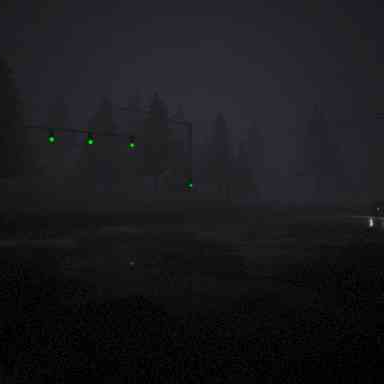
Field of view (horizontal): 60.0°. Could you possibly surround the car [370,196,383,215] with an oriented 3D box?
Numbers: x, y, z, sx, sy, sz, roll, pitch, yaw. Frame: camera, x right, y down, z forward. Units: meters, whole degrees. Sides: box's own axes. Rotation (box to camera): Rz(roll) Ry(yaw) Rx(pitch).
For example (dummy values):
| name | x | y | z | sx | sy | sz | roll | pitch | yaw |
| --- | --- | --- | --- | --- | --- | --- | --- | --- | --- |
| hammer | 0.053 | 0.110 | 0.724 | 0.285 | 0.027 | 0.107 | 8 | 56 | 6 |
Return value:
| name | x | y | z | sx | sy | sz | roll | pitch | yaw |
| --- | --- | --- | --- | --- | --- | --- | --- | --- | --- |
| car | 19.901 | 1.221 | 32.584 | 5.566 | 2.045 | 2.150 | 0 | 0 | -29 |
